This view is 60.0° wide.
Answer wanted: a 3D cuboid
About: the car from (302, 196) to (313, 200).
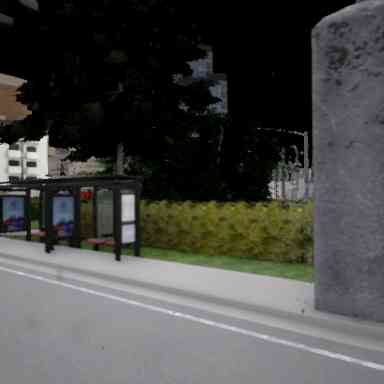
[{"bbox_3d":[12.395,1.390,32.007,2.150,2.045,5.566,0,-1,-9],"label":"car"}]
